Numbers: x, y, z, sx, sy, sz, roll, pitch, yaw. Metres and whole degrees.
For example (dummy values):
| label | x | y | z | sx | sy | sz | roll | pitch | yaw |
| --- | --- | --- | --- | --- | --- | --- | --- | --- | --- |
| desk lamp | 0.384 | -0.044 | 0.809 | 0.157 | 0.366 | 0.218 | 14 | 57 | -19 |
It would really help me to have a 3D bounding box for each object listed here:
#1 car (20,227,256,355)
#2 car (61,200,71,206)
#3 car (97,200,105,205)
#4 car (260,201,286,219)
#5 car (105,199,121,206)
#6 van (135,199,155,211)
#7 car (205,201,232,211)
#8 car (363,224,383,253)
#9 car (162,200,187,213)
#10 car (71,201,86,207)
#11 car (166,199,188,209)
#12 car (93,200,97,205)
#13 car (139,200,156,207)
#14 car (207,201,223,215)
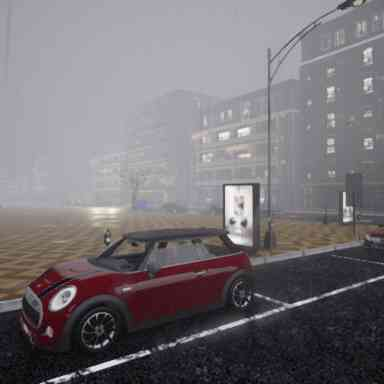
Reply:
| label | x | y | z | sx | sy | sz | roll | pitch | yaw |
| --- | --- | --- | --- | --- | --- | --- | --- | --- | --- |
| car | -0.809 | 1.439 | 6.013 | 4.097 | 1.590 | 1.967 | 0 | 0 | -36 |
| car | -32.524 | 2.857 | 86.218 | 1.887 | 1.381 | 4.507 | -2 | 0 | -36 |
| car | -22.473 | 2.730 | 86.706 | 1.947 | 1.339 | 4.313 | -2 | 0 | -36 |
| car | 7.025 | 1.882 | 32.345 | 2.008 | 1.369 | 4.403 | -2 | 0 | -36 |
| car | -19.172 | 2.522 | 82.224 | 1.967 | 1.590 | 4.097 | -2 | 0 | -36 |
| van | -7.411 | 2.030 | 52.093 | 1.690 | 1.788 | 3.998 | -2 | 0 | -36 |
| car | 4.025 | 2.090 | 50.890 | 1.802 | 1.307 | 4.206 | -2 | 0 | -36 |
| car | 8.138 | 1.578 | 12.508 | 4.206 | 1.307 | 1.802 | 0 | 0 | -36 |
| car | -2.431 | 2.110 | 45.250 | 1.887 | 1.381 | 4.507 | -2 | 0 | -36 |
| car | -25.915 | 2.698 | 77.252 | 2.008 | 1.369 | 4.403 | -2 | 0 | -36 |
| car | -2.647 | 2.112 | 59.812 | 1.967 | 1.590 | 4.097 | -2 | 0 | -36 |
| car | -25.778 | 2.791 | 91.190 | 1.887 | 1.381 | 4.507 | -2 | 0 | -36 |
| car | -9.256 | 2.418 | 68.775 | 1.802 | 1.307 | 4.206 | -2 | 0 | -36 |
| car | 3.720 | 1.964 | 36.828 | 2.008 | 1.369 | 4.403 | -2 | 0 | -36 |
